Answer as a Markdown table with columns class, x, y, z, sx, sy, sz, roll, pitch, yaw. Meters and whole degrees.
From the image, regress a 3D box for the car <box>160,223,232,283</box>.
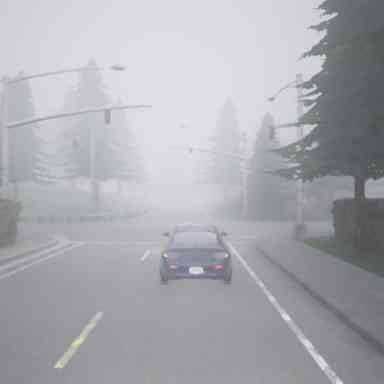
| class | x | y | z | sx | sy | sz | roll | pitch | yaw |
| --- | --- | --- | --- | --- | --- | --- | --- | --- | --- |
| car | 0.097 | 1.643 | 9.872 | 1.812 | 1.442 | 4.674 | 0 | -1 | 0 |
